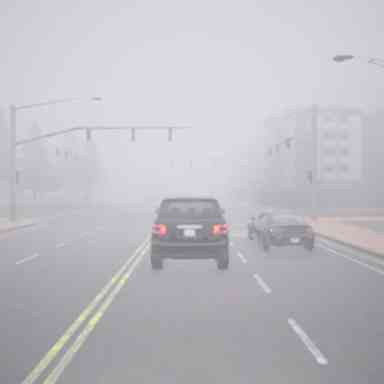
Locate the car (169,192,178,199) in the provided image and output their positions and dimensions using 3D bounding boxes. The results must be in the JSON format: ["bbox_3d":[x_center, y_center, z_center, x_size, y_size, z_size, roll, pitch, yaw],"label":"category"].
[{"bbox_3d":[-4.174,0.824,75.026,1.882,1.535,5.008,0,0,-1],"label":"car"}]

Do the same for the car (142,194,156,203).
[{"bbox_3d":[-7.573,1.066,59.537,1.882,1.535,5.008,0,0,0],"label":"car"}]

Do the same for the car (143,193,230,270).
[{"bbox_3d":[-0.053,1.137,10.937,2.150,2.045,5.566,0,-1,0],"label":"car"}]

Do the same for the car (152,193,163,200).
[{"bbox_3d":[-7.671,0.953,74.620,2.128,1.511,4.902,0,0,-1],"label":"car"}]

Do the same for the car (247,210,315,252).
[{"bbox_3d":[3.443,1.432,13.412,1.812,1.442,4.674,0,0,0],"label":"car"}]
